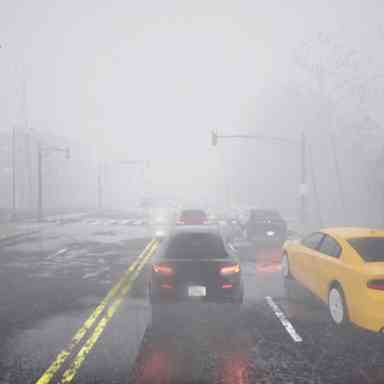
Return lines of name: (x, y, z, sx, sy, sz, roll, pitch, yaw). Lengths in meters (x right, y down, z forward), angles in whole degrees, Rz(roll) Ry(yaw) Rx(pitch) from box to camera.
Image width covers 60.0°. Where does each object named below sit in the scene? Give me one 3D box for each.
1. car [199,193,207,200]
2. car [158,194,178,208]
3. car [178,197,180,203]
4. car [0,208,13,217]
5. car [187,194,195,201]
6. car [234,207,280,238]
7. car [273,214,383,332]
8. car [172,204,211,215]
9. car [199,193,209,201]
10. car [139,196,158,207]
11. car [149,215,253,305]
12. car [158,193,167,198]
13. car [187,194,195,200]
car: (2.972, 1.146, 89.375, 2.097, 1.767, 4.553, 0, 0, 0)
car: (-3.490, 1.508, 49.167, 1.812, 1.442, 4.674, 0, 1, 0)
car: (-3.474, 1.497, 68.464, 1.812, 1.442, 4.674, 0, 0, 0)
car: (-19.787, 1.758, 31.200, 5.357, 1.411, 2.033, -1, 1, 0)
car: (-0.248, 1.553, 79.423, 1.895, 1.301, 4.718, 0, 0, 0)
car: (3.301, 1.500, 16.433, 1.837, 1.490, 4.892, 0, 0, 0)
car: (3.330, 1.476, 6.977, 1.882, 1.535, 5.008, 0, 0, 0)
car: (0.013, 1.521, 17.038, 1.812, 1.442, 4.674, 0, 0, -2)
car: (3.003, 1.497, 78.987, 2.033, 1.411, 5.357, 0, 0, 0)
car: (-6.742, 1.459, 49.832, 1.882, 1.535, 5.008, 0, 1, 0)
car: (0.076, 1.523, 7.958, 1.812, 1.442, 4.674, 0, 0, 0)
car: (-6.718, 1.449, 67.720, 1.882, 1.535, 5.008, 0, 0, 0)
car: (-0.278, 1.269, 89.395, 1.882, 1.535, 5.008, 0, 0, 0)
